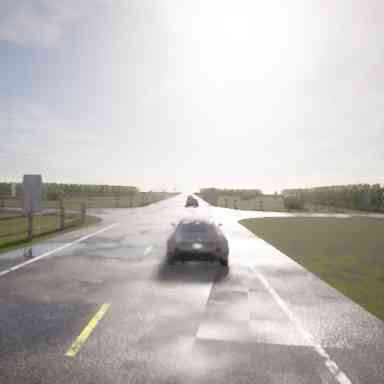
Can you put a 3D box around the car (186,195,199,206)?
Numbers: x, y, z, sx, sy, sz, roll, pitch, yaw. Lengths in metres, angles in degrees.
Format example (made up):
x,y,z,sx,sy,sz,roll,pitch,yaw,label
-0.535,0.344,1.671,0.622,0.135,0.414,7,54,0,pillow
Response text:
x,y,z,sx,sy,sz,roll,pitch,yaw,label
0.028,1.526,53.054,1.994,1.385,4.181,0,0,0,car

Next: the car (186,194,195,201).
x,y,z,sx,sy,sz,roll,pitch,yaw,label
-0.379,1.422,86.947,2.128,1.511,4.902,0,0,-1,car

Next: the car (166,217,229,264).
x,y,z,sx,sy,sz,roll,pitch,yaw,label
0.168,1.559,11.762,1.994,1.385,4.181,0,0,0,car
